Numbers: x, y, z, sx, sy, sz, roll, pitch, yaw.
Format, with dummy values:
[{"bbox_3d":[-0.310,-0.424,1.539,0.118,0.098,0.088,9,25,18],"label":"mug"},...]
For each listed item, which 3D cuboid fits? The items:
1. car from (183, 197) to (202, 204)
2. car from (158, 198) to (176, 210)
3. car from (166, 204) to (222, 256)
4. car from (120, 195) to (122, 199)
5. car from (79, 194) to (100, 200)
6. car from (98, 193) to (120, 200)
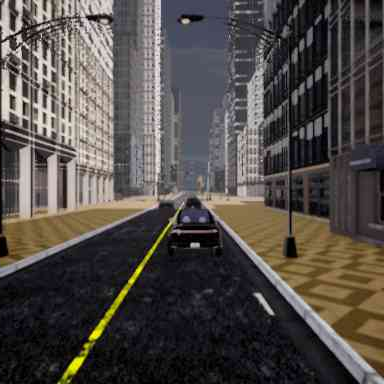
[{"bbox_3d":[0.090,1.365,38.241,1.837,1.490,4.892,0,0,0],"label":"car"},{"bbox_3d":[-3.032,1.452,40.812,1.895,1.301,4.718,0,0,0],"label":"car"},{"bbox_3d":[0.095,1.447,12.889,2.128,1.511,4.902,0,0,0],"label":"car"},{"bbox_3d":[-19.227,1.058,81.198,4.097,1.590,1.967,0,0,-1],"label":"car"},{"bbox_3d":[-24.904,1.135,81.073,4.403,1.369,2.008,0,0,-1],"label":"car"},{"bbox_3d":[-18.914,1.145,72.562,4.829,1.417,1.752,0,0,-1],"label":"car"}]
